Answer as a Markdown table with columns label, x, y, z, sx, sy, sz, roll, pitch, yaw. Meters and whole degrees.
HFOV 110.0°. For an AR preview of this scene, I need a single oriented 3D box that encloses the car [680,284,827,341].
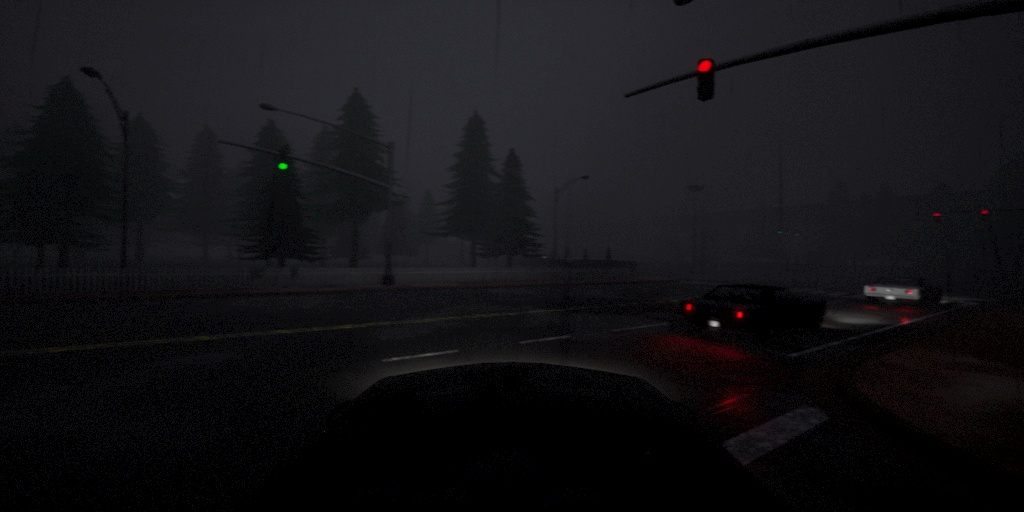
| label | x | y | z | sx | sy | sz | roll | pitch | yaw |
| --- | --- | --- | --- | --- | --- | --- | --- | --- | --- |
| car | 7.105 | 1.480 | 10.360 | 4.718 | 1.301 | 1.895 | 1 | 0 | -31 |

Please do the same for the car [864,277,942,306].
| label | x | y | z | sx | sy | sz | roll | pitch | yaw |
| --- | --- | --- | --- | --- | --- | --- | --- | --- | --- |
| car | 19.907 | 1.727 | 18.170 | 4.718 | 1.301 | 1.895 | 1 | 0 | -31 |
